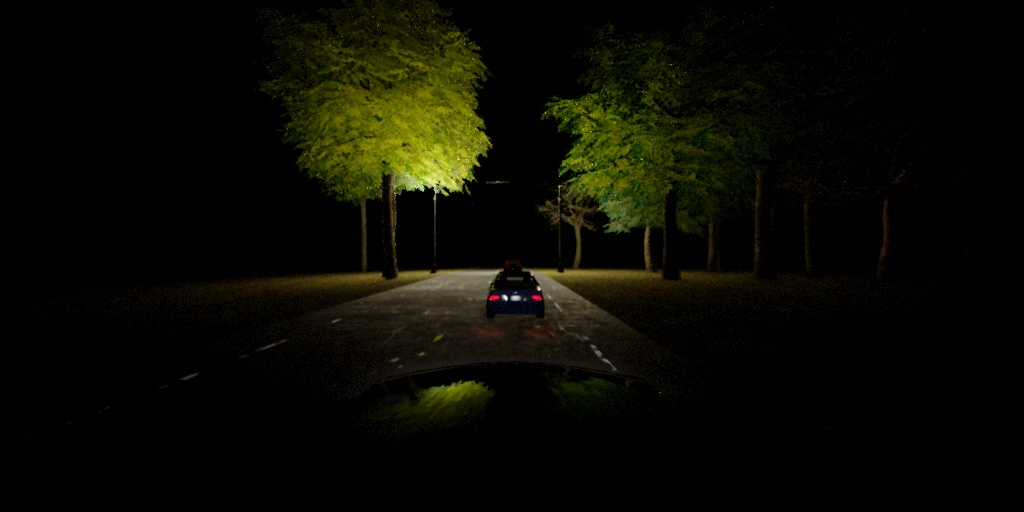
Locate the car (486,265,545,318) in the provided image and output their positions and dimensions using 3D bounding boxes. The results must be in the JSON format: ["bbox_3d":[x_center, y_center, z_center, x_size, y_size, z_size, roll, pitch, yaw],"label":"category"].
[{"bbox_3d":[0.099,1.228,12.657,2.033,1.411,5.357,0,0,0],"label":"car"}]

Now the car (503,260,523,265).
[{"bbox_3d":[0.093,1.162,38.139,1.882,1.535,5.008,0,0,0],"label":"car"}]
